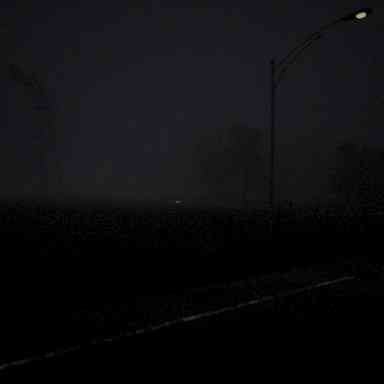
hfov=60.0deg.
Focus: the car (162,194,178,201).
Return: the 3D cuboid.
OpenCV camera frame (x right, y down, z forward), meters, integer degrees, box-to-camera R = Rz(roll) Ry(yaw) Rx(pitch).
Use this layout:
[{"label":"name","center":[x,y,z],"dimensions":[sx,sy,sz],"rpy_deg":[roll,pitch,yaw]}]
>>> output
[{"label":"car","center":[-4.528,1.120,66.321],"dimensions":[1.994,1.385,4.181],"rpy_deg":[0,1,-36]}]
